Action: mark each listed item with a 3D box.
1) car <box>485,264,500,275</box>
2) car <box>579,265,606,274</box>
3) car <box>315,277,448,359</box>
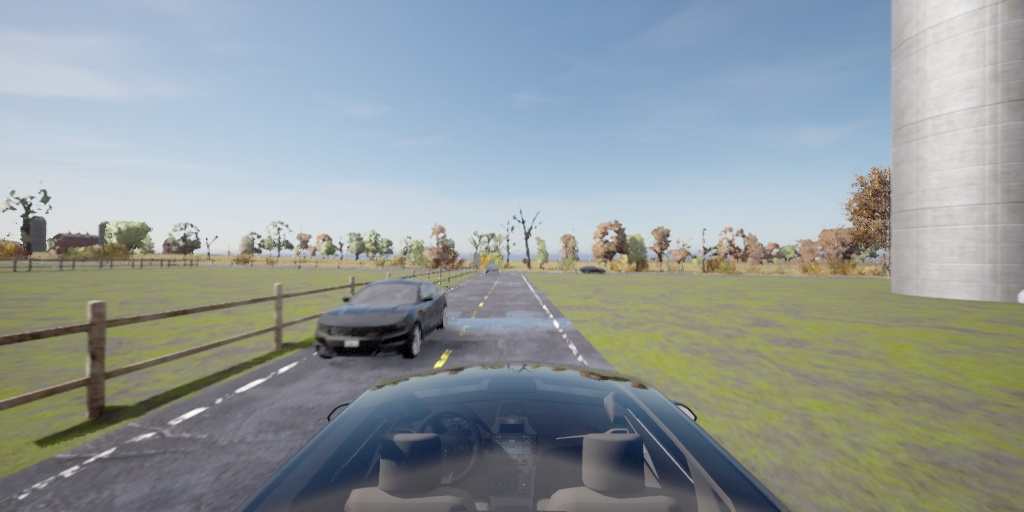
[{"bbox_3d":[-2.764,1.838,51.201,2.033,1.411,5.357,0,-1,0],"label":"car"},{"bbox_3d":[13.892,2.346,61.924,4.674,1.442,1.812,1,0,0],"label":"car"},{"bbox_3d":[-2.853,1.314,8.882,1.882,1.535,5.008,0,-1,0],"label":"car"}]
